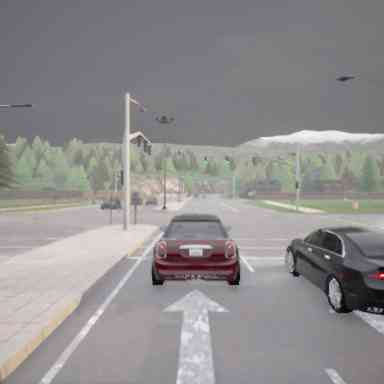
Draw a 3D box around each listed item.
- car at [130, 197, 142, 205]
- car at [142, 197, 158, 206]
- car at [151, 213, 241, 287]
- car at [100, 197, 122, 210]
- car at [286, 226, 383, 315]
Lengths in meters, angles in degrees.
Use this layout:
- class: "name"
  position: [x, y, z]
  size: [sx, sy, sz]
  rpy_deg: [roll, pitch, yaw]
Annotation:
- class: "car"
  position: [-10.733, 1.722, 64.303]
  size: [2.128, 1.511, 4.902]
  rpy_deg: [0, 0, 1]
- class: "car"
  position: [-7.323, 1.720, 60.800]
  size: [1.837, 1.490, 4.892]
  rpy_deg: [0, 0, 1]
- class: "car"
  position: [0.104, 1.387, 9.618]
  size: [2.097, 1.767, 4.553]
  rpy_deg: [0, 0, 0]
- class: "car"
  position: [-11.015, 1.514, 45.418]
  size: [2.097, 1.767, 4.553]
  rpy_deg: [0, 0, 1]
- class: "car"
  position: [3.590, 1.533, 7.616]
  size: [1.837, 1.490, 4.892]
  rpy_deg: [0, 0, 0]
